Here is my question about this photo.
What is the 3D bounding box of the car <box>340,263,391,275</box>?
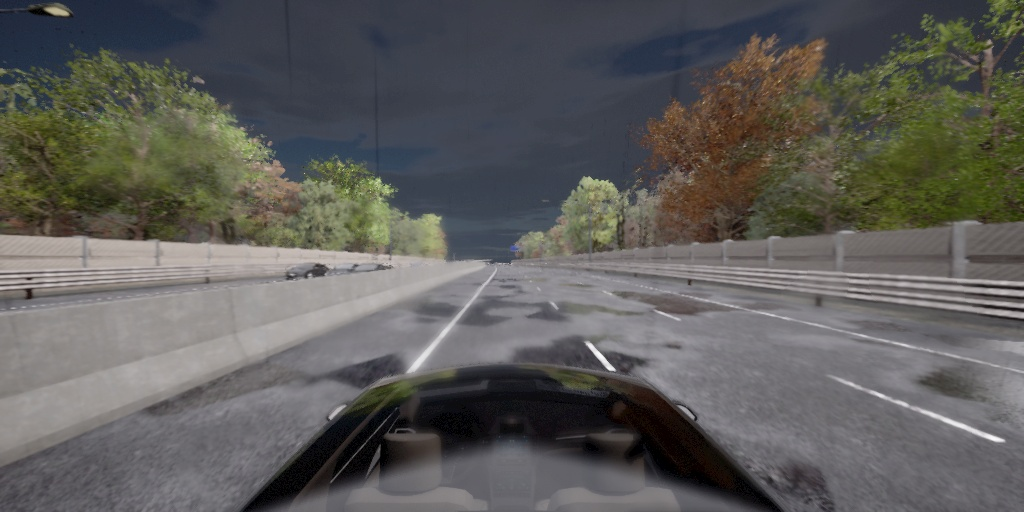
[{"bbox_3d":[-10.765,1.276,27.200,1.882,1.535,5.008,0,0,-1],"label":"car"}]

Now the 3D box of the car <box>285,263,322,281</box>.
[{"bbox_3d":[-17.818,1.340,31.502,1.837,1.490,4.892,0,-1,-1],"label":"car"}]

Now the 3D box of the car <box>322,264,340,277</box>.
[{"bbox_3d":[-14.315,1.353,31.333,1.812,1.442,4.674,0,-1,-1],"label":"car"}]
